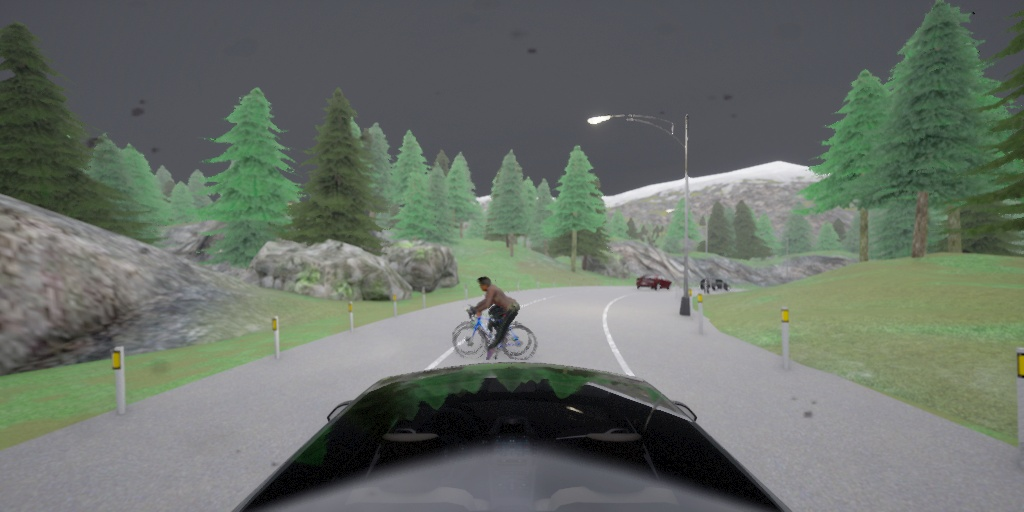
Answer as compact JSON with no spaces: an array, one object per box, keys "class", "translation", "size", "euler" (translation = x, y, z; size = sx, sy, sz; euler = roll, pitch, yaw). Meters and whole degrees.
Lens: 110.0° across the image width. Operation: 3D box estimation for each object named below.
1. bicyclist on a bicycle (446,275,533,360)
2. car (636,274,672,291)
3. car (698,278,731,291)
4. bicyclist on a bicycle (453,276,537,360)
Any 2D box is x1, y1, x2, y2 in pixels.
[{"class":"bicyclist on a bicycle","translation":[-0.437,1.234,7.348],"size":[1.656,1.620,0.582],"euler":[-1,0,8]},{"class":"car","translation":[13.735,2.495,34.503],"size":[1.882,1.535,5.008],"euler":[1,-3,44]},{"class":"car","translation":[24.731,3.463,43.734],"size":[4.892,1.490,1.837],"euler":[5,-2,-33]},{"class":"bicyclist on a bicycle","translation":[-0.350,1.250,6.992],"size":[1.656,1.620,0.582],"euler":[-2,-1,8]}]
